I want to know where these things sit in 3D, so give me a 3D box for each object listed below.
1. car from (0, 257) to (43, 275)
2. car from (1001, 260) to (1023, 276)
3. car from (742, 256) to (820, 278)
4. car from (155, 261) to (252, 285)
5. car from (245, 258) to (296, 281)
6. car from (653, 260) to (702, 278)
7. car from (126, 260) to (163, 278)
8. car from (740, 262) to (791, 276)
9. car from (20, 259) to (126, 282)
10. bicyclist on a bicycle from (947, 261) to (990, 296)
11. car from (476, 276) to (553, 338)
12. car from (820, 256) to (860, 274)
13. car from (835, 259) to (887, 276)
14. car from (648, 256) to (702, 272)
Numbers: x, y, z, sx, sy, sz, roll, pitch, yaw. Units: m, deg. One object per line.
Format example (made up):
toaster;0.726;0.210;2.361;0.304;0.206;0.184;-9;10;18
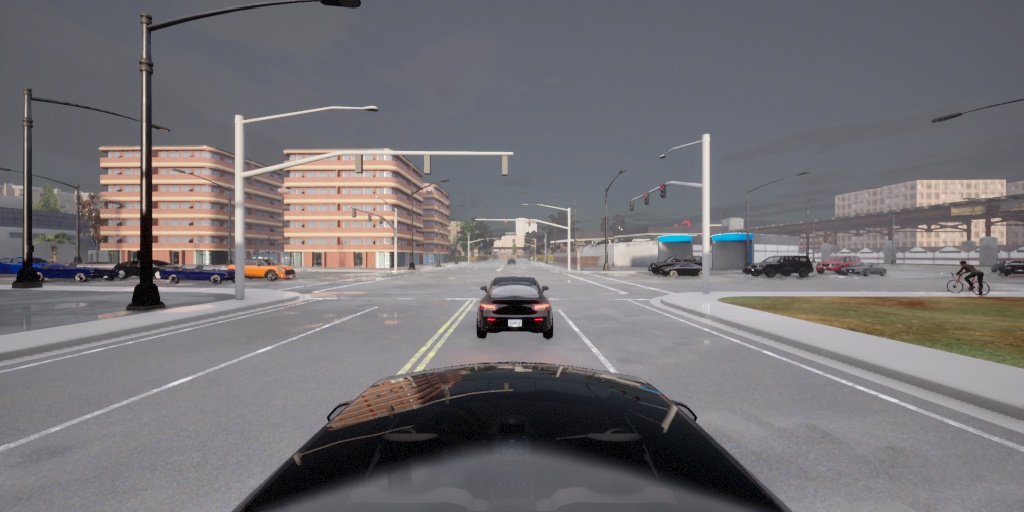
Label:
car;-38.176;0.821;28.310;5.008;1.535;1.882;1;0;1
car;50.501;1.228;35.516;5.008;1.535;1.882;0;0;-33
car;25.449;0.971;34.037;5.566;2.045;2.150;0;0;-5
car;-20.965;1.220;24.490;4.718;1.301;1.895;1;0;2
car;-19.466;0.986;27.959;4.553;1.767;2.097;1;0;1
car;16.096;1.314;33.906;4.181;1.385;1.994;0;0;0
car;-28.243;1.021;28.122;4.892;1.490;1.837;1;0;1
car;26.583;1.314;37.696;4.181;1.385;1.994;0;0;-8
car;-30.080;1.088;24.654;4.718;1.301;1.895;1;0;1
bicyclist on a bicycle;21.908;1.051;17.256;0.582;1.620;1.656;0;0;0
car;0.073;1.276;10.015;1.812;1.442;4.674;0;0;0
car;36.621;0.971;40.073;5.566;2.045;2.150;0;0;-22
car;35.243;1.314;35.978;4.181;1.385;1.994;0;0;-18
car;17.183;0.971;37.340;5.566;2.045;2.150;0;0;1
